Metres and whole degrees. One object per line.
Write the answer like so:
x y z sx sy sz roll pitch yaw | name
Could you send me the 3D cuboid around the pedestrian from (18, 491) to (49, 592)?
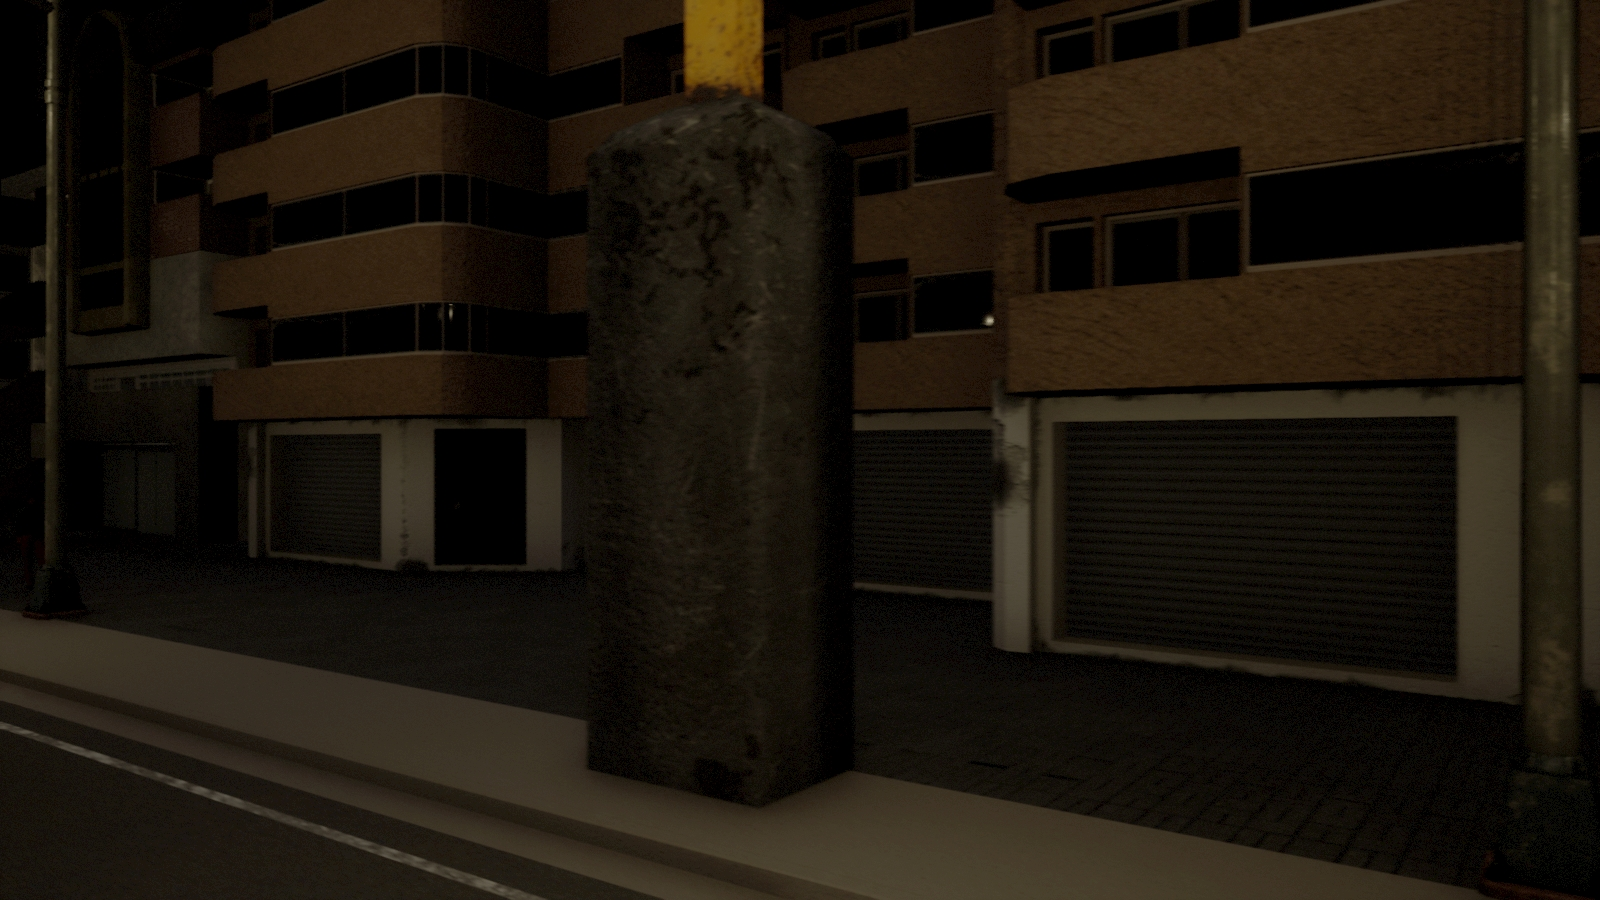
-14.396 1.702 21.469 0.375 1.860 0.375 0 0 36 | pedestrian
